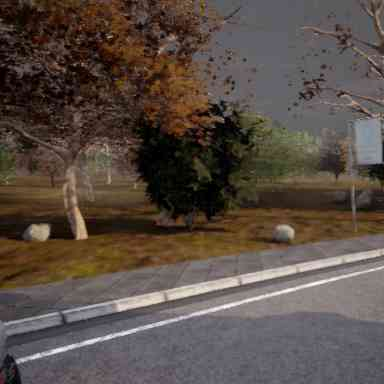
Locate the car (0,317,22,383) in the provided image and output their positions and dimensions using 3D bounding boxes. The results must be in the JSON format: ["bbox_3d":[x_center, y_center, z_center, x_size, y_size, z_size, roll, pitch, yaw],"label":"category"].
[{"bbox_3d":[-3.515,1.479,1.375,5.008,1.535,1.882,0,0,-35],"label":"car"}]
